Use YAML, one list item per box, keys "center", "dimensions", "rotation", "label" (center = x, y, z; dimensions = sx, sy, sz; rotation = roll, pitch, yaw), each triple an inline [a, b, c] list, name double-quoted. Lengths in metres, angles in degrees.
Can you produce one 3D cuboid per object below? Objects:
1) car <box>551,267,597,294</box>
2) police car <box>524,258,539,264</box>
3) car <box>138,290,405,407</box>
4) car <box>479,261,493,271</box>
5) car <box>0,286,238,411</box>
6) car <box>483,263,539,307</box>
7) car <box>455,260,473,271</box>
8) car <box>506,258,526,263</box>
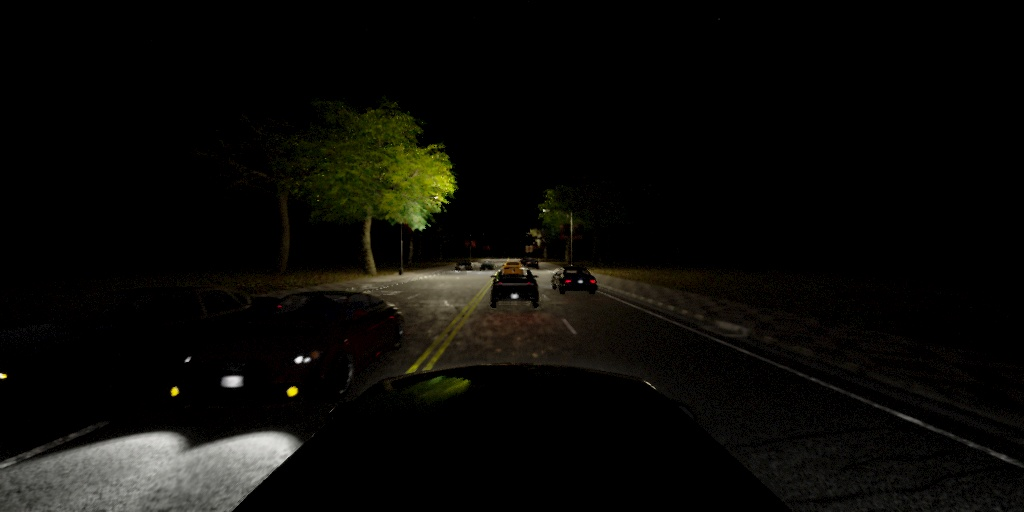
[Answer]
- center: [3.350, 1.304, 20.050]
  dimensions: [2.033, 1.411, 5.357]
  rotation: [0, 0, 0]
  label: "car"
- center: [3.247, 1.287, 57.360]
  dimensions: [2.038, 1.542, 4.974]
  rotation: [0, 0, 0]
  label: "police car"
- center: [-3.348, 1.315, 6.284]
  dimensions: [1.994, 1.385, 4.181]
  rotation: [0, 0, 0]
  label: "car"
- center: [-3.315, 1.375, 48.573]
  dimensions: [1.895, 1.301, 4.718]
  rotation: [0, 0, 0]
  label: "car"
- center: [-6.597, 1.299, 6.644]
  dimensions: [2.033, 1.411, 5.357]
  rotation: [0, 0, 0]
  label: "car"
- center: [0.099, 1.246, 15.479]
  dimensions: [2.128, 1.511, 4.902]
  rotation: [0, 0, 0]
  label: "car"
- center: [-6.561, 1.300, 49.273]
  dimensions: [1.812, 1.442, 4.674]
  rotation: [0, 0, 0]
  label: "car"
- center: [0.098, 1.242, 34.979]
  dimensions: [1.882, 1.535, 5.008]
  rotation: [0, 0, 0]
  label: "car"
